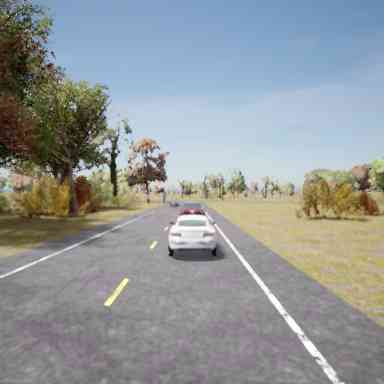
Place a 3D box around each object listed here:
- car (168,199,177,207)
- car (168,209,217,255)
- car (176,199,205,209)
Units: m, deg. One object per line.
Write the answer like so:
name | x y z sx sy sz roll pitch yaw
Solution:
car | -3.474 2.104 64.522 2.128 1.511 4.902 0 -1 1
car | 0.038 1.662 13.887 1.812 1.442 4.674 0 0 1
car | 0.044 1.627 28.406 2.097 1.767 4.553 0 -1 1
